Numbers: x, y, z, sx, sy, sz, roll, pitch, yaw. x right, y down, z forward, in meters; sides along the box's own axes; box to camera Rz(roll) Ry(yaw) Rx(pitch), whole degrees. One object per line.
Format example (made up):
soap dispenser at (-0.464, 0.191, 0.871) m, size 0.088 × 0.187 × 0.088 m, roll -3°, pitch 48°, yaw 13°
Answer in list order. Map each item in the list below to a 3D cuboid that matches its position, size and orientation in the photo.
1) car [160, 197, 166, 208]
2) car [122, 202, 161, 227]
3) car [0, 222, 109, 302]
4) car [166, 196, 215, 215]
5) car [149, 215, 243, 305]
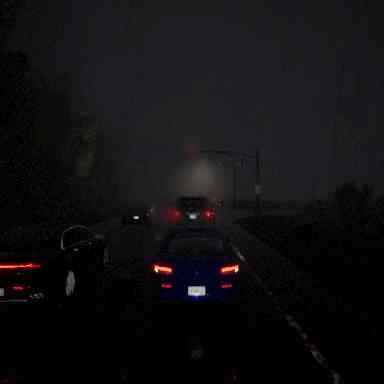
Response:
car at (-3.580, 1.492, 48.300) m, size 1.837 × 1.490 × 4.892 m, roll 0°, pitch 0°, yaw 0°
car at (-3.485, 1.559, 22.681) m, size 1.994 × 1.385 × 4.181 m, roll 0°, pitch 0°, yaw 0°
car at (-3.432, 1.503, 8.244) m, size 1.837 × 1.490 × 4.892 m, roll 0°, pitch 0°, yaw 0°
car at (0.036, 1.218, 17.644) m, size 2.150 × 2.045 × 5.566 m, roll 0°, pitch 0°, yaw 0°
car at (0.076, 1.524, 7.979) m, size 1.812 × 1.442 × 4.674 m, roll 0°, pitch 0°, yaw 0°
